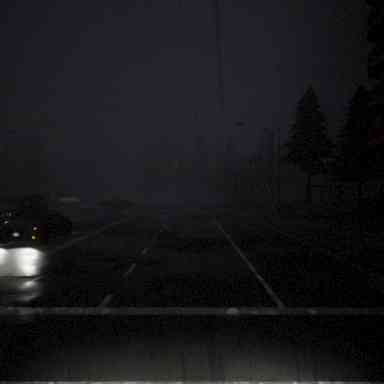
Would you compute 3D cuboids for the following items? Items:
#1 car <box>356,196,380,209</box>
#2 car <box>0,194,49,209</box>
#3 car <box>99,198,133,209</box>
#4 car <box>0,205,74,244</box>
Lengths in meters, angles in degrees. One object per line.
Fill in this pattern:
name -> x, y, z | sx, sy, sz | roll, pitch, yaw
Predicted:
car -> 21.973, 1.292, 39.123 | 5.008, 1.535, 1.882 | 0, 0, 0
car -> -10.560, 1.154, 19.976 | 2.150, 2.045, 5.566 | 0, 0, 0
car -> -9.735, 1.430, 42.393 | 4.718, 1.301, 1.895 | 0, 0, 37
car -> -7.048, 1.512, 15.340 | 1.994, 1.385, 4.181 | 0, 0, 1
